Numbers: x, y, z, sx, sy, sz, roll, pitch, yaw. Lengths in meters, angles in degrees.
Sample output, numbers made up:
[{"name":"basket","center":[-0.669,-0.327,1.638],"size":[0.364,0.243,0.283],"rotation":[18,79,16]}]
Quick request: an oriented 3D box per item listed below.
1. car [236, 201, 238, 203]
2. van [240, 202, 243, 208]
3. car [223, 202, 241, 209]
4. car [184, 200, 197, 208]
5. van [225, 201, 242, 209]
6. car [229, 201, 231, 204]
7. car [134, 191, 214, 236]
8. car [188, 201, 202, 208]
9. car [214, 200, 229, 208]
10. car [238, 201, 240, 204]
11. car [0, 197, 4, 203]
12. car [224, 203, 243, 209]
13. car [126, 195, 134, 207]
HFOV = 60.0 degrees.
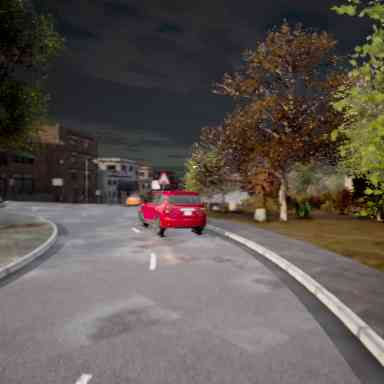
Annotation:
[{"name":"car","center":[6.845,2.748,71.342],"size":[4.553,1.767,2.185],"rotation":[1,-3,13]},{"name":"van","center":[10.062,3.265,84.730],"size":[4.442,1.987,1.878],"rotation":[1,-2,13]},{"name":"car","center":[10.559,3.483,87.569],"size":[4.553,1.767,2.185],"rotation":[1,-2,13]},{"name":"car","center":[-0.333,2.832,79.222],"size":[2.097,1.767,4.553],"rotation":[1,-2,13]},{"name":"van","center":[11.679,3.589,92.837],"size":[4.442,1.987,1.878],"rotation":[1,-2,13]},{"name":"car","center":[3.801,2.166,57.928],"size":[5.008,1.535,2.097],"rotation":[1,-3,13]},{"name":"car","center":[-1.149,0.951,16.960],"size":[2.150,2.045,5.566],"rotation":[0,1,-21]},{"name":"car","center":[0.690,2.712,69.140],"size":[1.994,1.385,4.181],"rotation":[1,-3,13]},{"name":"car","center":[3.186,2.018,55.247],"size":[4.892,1.521,2.231],"rotation":[1,-3,13]},{"name":"car","center":[8.103,3.169,76.698],"size":[4.674,1.452,2.002],"rotation":[1,-3,13]},{"name":"car","center":[-22.569,0.752,34.894],"size":[5.357,1.411,2.033],"rotation":[1,1,12]},{"name":"car","center":[11.167,3.712,90.118],"size":[4.892,1.521,2.231],"rotation":[1,-2,13]},{"name":"car","center":[-7.498,1.209,46.721],"size":[2.097,1.767,4.553],"rotation":[1,-3,11]}]
